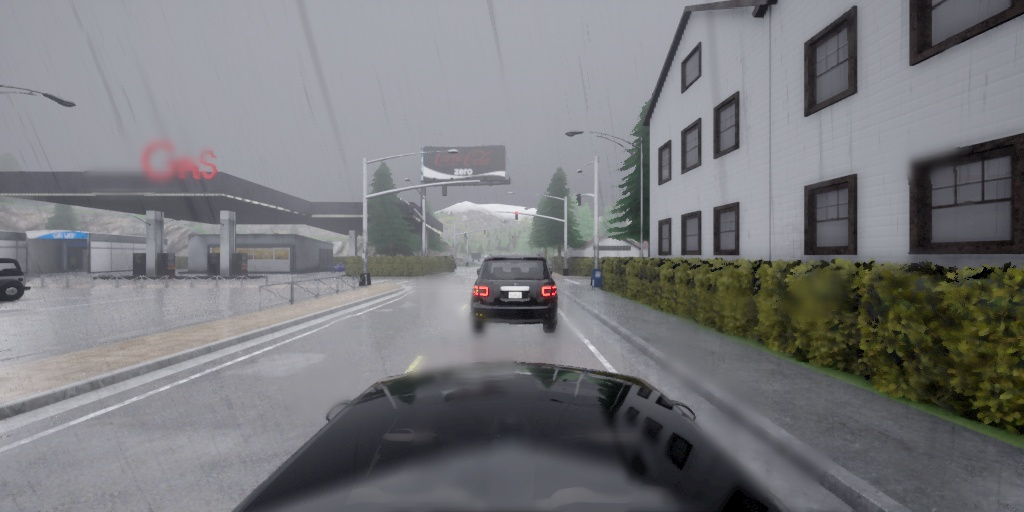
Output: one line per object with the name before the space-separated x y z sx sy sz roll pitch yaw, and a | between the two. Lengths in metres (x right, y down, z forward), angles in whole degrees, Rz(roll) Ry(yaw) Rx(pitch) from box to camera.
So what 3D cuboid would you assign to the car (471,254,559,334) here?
car | 0.081 0.971 10.746 2.150 2.045 5.566 0 0 0
